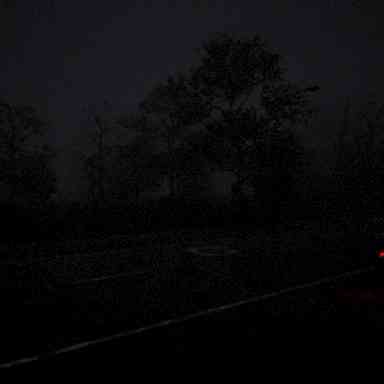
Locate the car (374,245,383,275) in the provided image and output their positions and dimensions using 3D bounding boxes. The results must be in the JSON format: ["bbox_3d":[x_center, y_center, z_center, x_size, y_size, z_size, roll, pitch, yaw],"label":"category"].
[{"bbox_3d":[6.905,1.536,8.737,5.357,1.411,2.033,0,0,-35],"label":"car"}]
